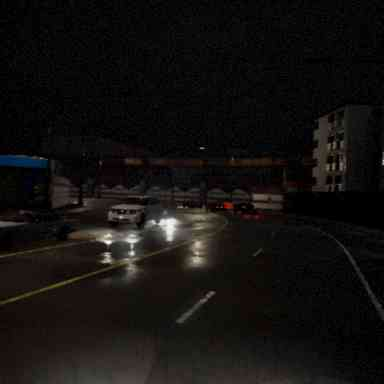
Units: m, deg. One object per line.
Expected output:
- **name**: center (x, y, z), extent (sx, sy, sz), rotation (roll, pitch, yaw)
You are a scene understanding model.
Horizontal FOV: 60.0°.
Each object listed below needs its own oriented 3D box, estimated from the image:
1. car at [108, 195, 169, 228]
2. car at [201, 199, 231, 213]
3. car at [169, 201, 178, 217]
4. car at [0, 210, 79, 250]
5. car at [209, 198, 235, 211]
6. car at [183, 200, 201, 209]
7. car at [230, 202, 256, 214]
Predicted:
- **car**: center (-3.679, 1.227, 22.917), extent (2.150, 2.045, 5.566), rotation (2, 0, 13)
- **car**: center (3.277, 2.030, 45.612), extent (2.033, 1.411, 5.357), rotation (3, 0, -14)
- **car**: center (-2.423, 1.628, 32.915), extent (2.128, 1.511, 4.902), rotation (3, 0, 0)
- **car**: center (-6.817, 1.398, 13.453), extent (1.895, 1.301, 4.718), rotation (2, 0, 19)
- **car**: center (4.670, 1.951, 52.934), extent (2.097, 1.767, 4.553), rotation (3, 0, -24)
- **car**: center (0.067, 1.969, 54.270), extent (1.994, 1.385, 4.181), rotation (3, 0, -28)
- **car**: center (7.061, 2.167, 44.407), extent (1.812, 1.442, 4.674), rotation (3, 0, -11)
